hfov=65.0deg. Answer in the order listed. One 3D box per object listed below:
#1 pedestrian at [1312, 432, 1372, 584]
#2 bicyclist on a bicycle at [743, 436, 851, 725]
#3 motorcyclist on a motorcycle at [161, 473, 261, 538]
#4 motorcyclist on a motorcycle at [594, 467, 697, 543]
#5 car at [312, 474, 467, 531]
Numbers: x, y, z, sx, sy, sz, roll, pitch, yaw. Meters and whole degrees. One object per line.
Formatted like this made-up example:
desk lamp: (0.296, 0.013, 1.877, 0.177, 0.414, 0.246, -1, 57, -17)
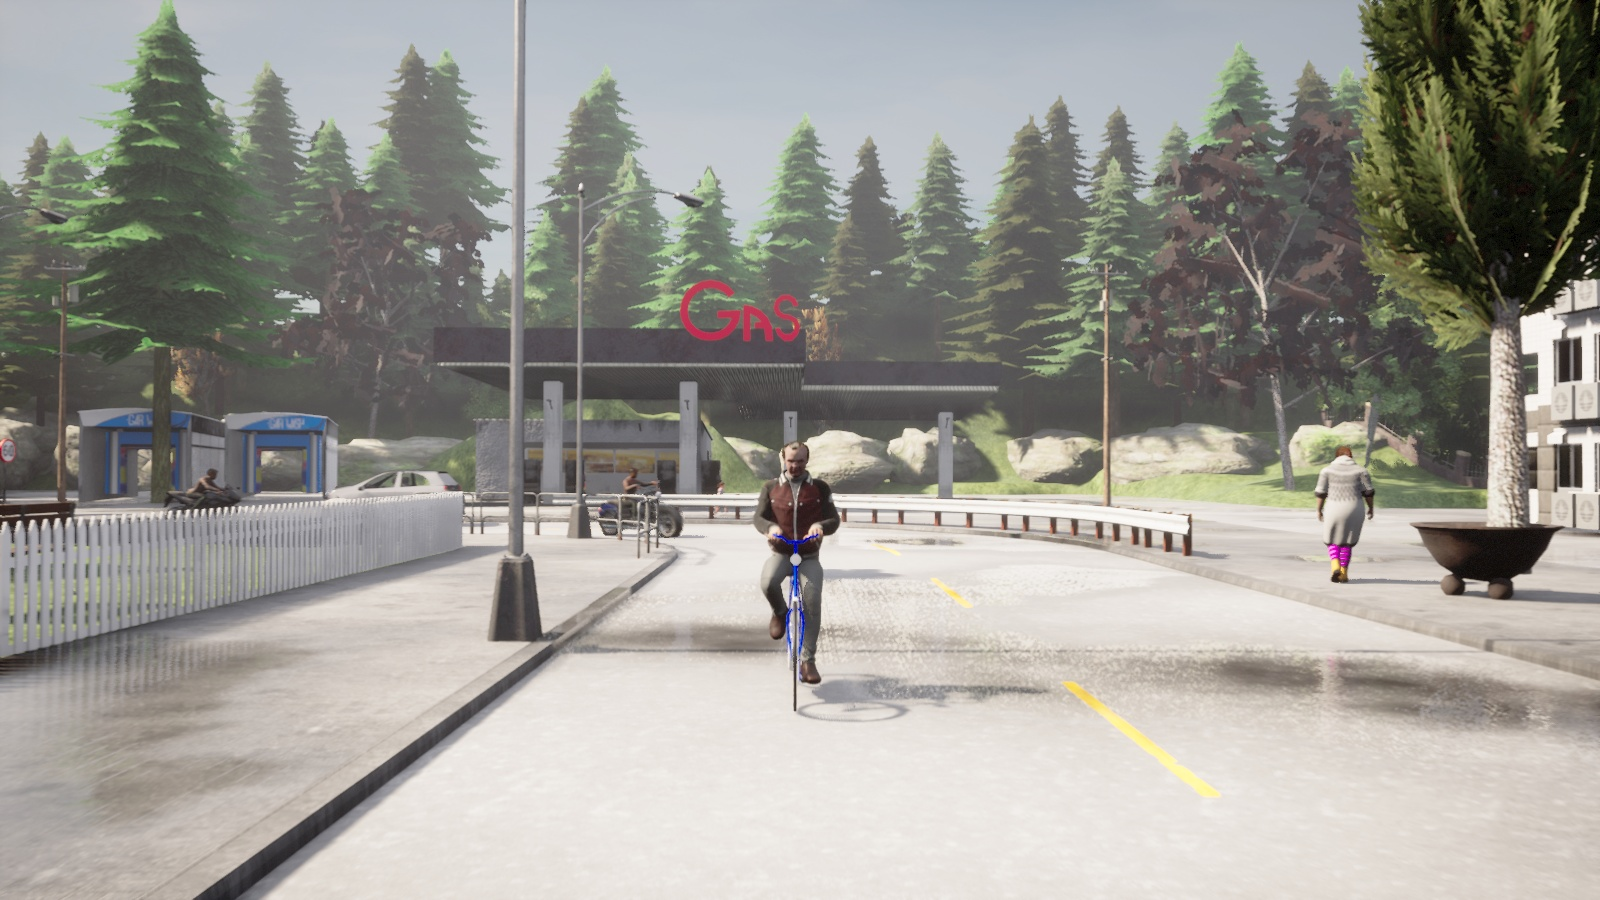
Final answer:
pedestrian: (7.172, 0.758, 16.645, 0.659, 1.952, 0.873, -1, -1, 20)
bicyclist on a bicycle: (-0.024, 0.822, 8.686, 0.659, 1.776, 1.843, 0, -1, 0)
motorcyclist on a motorcycle: (-14.242, 1.334, 30.380, 2.044, 1.523, 0.797, 0, -1, 0)
motorcyclist on a motorcycle: (-3.536, 1.233, 28.633, 2.350, 1.649, 0.766, -1, 0, 31)
car: (-11.176, 1.417, 34.367, 3.633, 1.501, 1.845, 0, -1, 2)
